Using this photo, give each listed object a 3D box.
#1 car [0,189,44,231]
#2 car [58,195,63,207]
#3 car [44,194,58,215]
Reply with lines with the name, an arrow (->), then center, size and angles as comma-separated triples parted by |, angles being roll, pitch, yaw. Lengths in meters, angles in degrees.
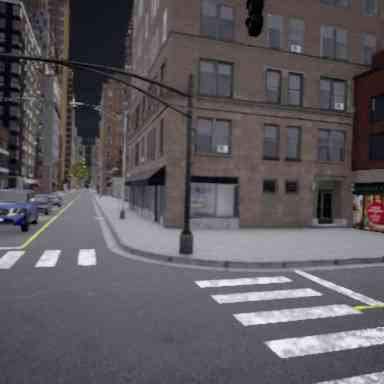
car -> -9.597, 0.868, 17.796 | 2.150, 2.045, 5.566 | 2, 0, -18
car -> -15.580, 0.956, 37.177 | 1.994, 1.385, 4.181 | 2, 0, -16
car -> -12.641, 1.064, 27.580 | 2.033, 1.411, 5.357 | 2, 0, -18
